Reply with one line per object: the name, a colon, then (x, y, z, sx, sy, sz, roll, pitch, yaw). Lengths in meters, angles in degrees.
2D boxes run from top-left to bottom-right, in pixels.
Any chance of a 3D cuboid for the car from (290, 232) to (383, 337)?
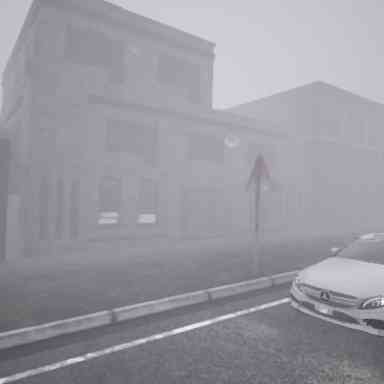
car: (3.926, 1.555, 6.485, 4.674, 1.442, 1.812, 1, 0, -36)
